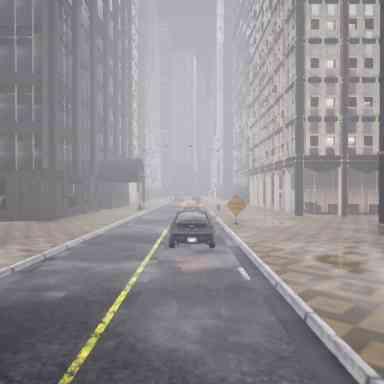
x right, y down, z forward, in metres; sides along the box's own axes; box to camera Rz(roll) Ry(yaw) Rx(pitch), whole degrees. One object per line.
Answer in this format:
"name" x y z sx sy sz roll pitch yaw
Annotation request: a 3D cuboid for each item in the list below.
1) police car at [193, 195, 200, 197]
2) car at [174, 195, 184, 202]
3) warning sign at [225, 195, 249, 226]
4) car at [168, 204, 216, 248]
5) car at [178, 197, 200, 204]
"police car" 1.051 1.485 80.602 1.930 1.638 5.238 0 0 0
"car" -2.999 1.369 75.970 2.097 1.767 4.553 0 0 0
"warning sign" 2.730 1.111 20.470 1.300 1.860 1.060 1 1 0
"car" 0.000 1.513 14.651 1.837 1.490 4.892 0 0 0
"car" 0.000 1.485 29.653 1.882 1.535 5.008 0 0 0
